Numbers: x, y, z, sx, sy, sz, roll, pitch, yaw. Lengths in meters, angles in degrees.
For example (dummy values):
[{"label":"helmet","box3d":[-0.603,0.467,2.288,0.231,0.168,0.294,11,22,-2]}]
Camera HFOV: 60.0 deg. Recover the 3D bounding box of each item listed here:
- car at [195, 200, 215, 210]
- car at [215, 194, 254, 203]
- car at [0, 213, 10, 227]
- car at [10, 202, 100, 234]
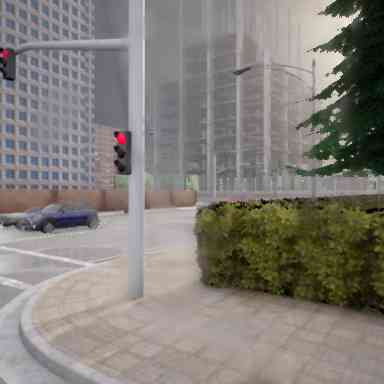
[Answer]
[{"label":"car","box3d":[2.397,1.642,40.221,1.895,1.301,4.718,0,0,36]},{"label":"car","box3d":[5.346,1.267,38.325,2.150,2.045,5.566,0,0,36]},{"label":"car","box3d":[-10.412,1.642,22.321,1.895,1.301,4.718,0,0,35]},{"label":"car","box3d":[-7.858,1.396,19.872,2.097,1.767,4.553,0,0,35]}]
